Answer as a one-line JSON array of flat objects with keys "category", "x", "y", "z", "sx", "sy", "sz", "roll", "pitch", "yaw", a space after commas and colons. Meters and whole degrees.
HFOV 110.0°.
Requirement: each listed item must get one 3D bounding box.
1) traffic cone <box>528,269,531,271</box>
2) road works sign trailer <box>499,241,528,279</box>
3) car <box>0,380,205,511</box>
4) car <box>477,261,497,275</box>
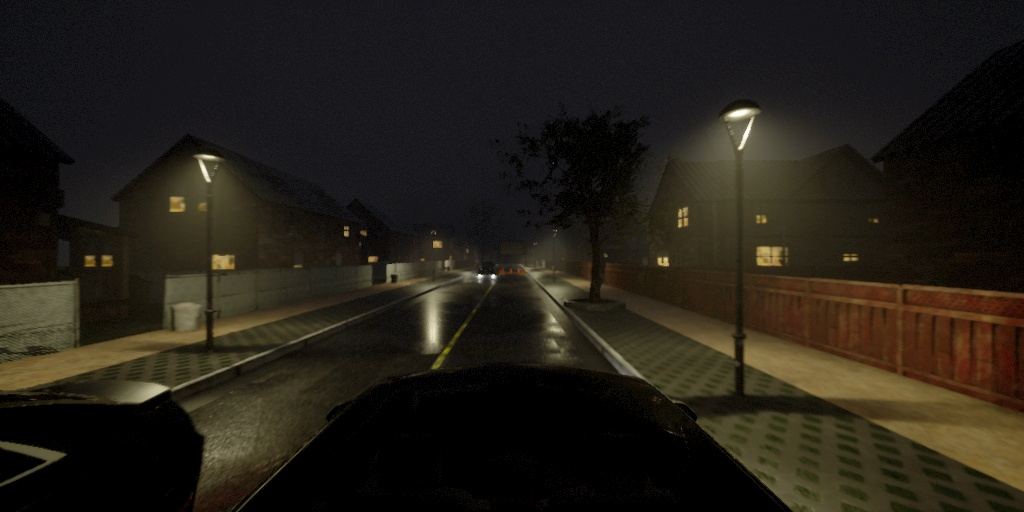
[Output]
[{"category": "traffic cone", "x": 1.989, "y": 1.509, "z": 46.448, "sx": 0.340, "sy": 0.580, "sz": 0.340, "roll": 0, "pitch": 0, "yaw": -7}, {"category": "road works sign trailer", "x": -0.001, "y": 0.278, "z": 33.444, "sx": 2.380, "sy": 3.560, "sz": 2.880, "roll": 0, "pitch": 0, "yaw": 0}, {"category": "car", "x": -2.850, "y": 1.255, "z": 0.204, "sx": 1.837, "sy": 1.490, "sz": 4.892, "roll": 0, "pitch": 0, "yaw": 0}, {"category": "car", "x": -2.837, "y": 1.353, "z": 41.618, "sx": 1.837, "sy": 1.490, "sz": 4.892, "roll": 0, "pitch": 0, "yaw": 0}]
